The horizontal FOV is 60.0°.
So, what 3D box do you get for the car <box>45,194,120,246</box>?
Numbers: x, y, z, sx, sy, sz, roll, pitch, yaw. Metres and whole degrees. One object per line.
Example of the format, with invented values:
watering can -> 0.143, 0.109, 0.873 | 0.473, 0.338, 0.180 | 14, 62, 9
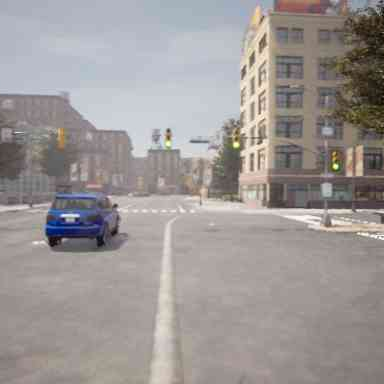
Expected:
car -> -4.626, 1.101, 14.770 | 2.150, 2.045, 5.566 | 0, 0, -4
